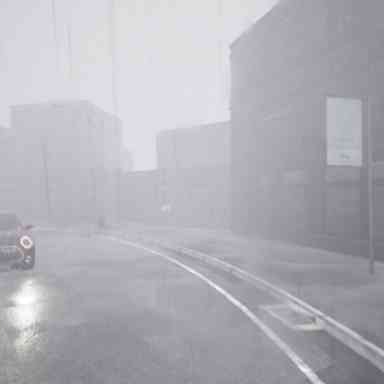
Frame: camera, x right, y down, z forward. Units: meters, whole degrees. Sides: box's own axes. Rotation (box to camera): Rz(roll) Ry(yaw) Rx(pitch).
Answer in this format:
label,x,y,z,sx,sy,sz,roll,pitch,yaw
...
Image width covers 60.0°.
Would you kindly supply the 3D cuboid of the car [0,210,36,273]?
label,x,y,z,sx,sy,sz,roll,pitch,yaw
car,-6.284,1.408,10.560,2.097,1.767,4.553,1,-1,-31
